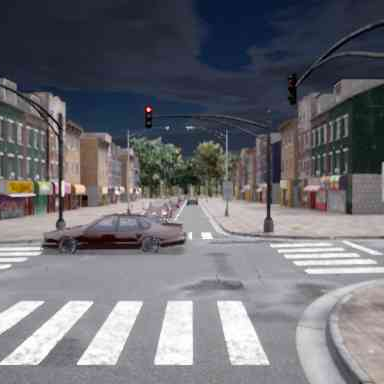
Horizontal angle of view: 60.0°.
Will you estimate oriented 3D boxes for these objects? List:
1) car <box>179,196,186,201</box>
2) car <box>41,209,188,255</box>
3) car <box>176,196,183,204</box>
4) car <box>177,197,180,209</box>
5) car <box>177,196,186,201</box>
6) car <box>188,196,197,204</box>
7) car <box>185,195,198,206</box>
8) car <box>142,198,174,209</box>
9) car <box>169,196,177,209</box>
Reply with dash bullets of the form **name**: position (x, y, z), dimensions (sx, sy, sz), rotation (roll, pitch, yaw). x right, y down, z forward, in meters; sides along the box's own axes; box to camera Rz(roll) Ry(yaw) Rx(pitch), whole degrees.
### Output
- **car**: position (-2.622, 1.682, 89.800), dimensions (1.802, 1.307, 4.206), rotation (-1, 0, 0)
- **car**: position (-2.843, 1.565, 12.859), dimensions (5.357, 1.411, 2.033), rotation (-1, 0, 0)
- **car**: position (-2.634, 1.572, 46.322), dimensions (1.887, 1.381, 4.507), rotation (-1, 0, 0)
- **car**: position (-2.637, 1.580, 35.452), dimensions (1.947, 1.339, 4.313), rotation (-1, 0, 0)
- **car**: position (-2.623, 1.655, 84.365), dimensions (1.947, 1.339, 4.313), rotation (-1, 0, 0)
- **car**: position (0.112, 1.538, 68.463), dimensions (1.882, 1.535, 5.008), rotation (0, 0, 0)
- **car**: position (0.110, 1.569, 57.686), dimensions (1.812, 1.442, 4.674), rotation (0, 0, 0)
- **car**: position (-2.641, 1.446, 24.583), dimensions (1.967, 1.590, 4.097), rotation (-1, 0, 0)
- **car**: position (-2.639, 1.450, 30.018), dimensions (1.967, 1.590, 4.097), rotation (-1, 0, 0)
